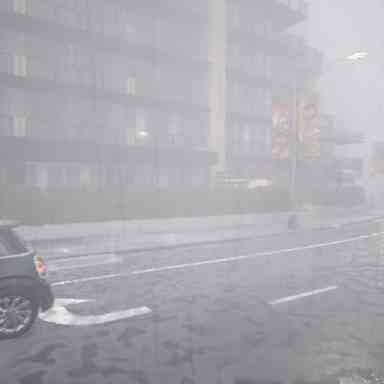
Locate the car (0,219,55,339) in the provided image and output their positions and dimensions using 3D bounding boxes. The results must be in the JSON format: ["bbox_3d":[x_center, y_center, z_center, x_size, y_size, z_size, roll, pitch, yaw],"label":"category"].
[{"bbox_3d":[-4.520,1.238,4.783,4.553,1.767,2.097,0,1,-33],"label":"car"}]
